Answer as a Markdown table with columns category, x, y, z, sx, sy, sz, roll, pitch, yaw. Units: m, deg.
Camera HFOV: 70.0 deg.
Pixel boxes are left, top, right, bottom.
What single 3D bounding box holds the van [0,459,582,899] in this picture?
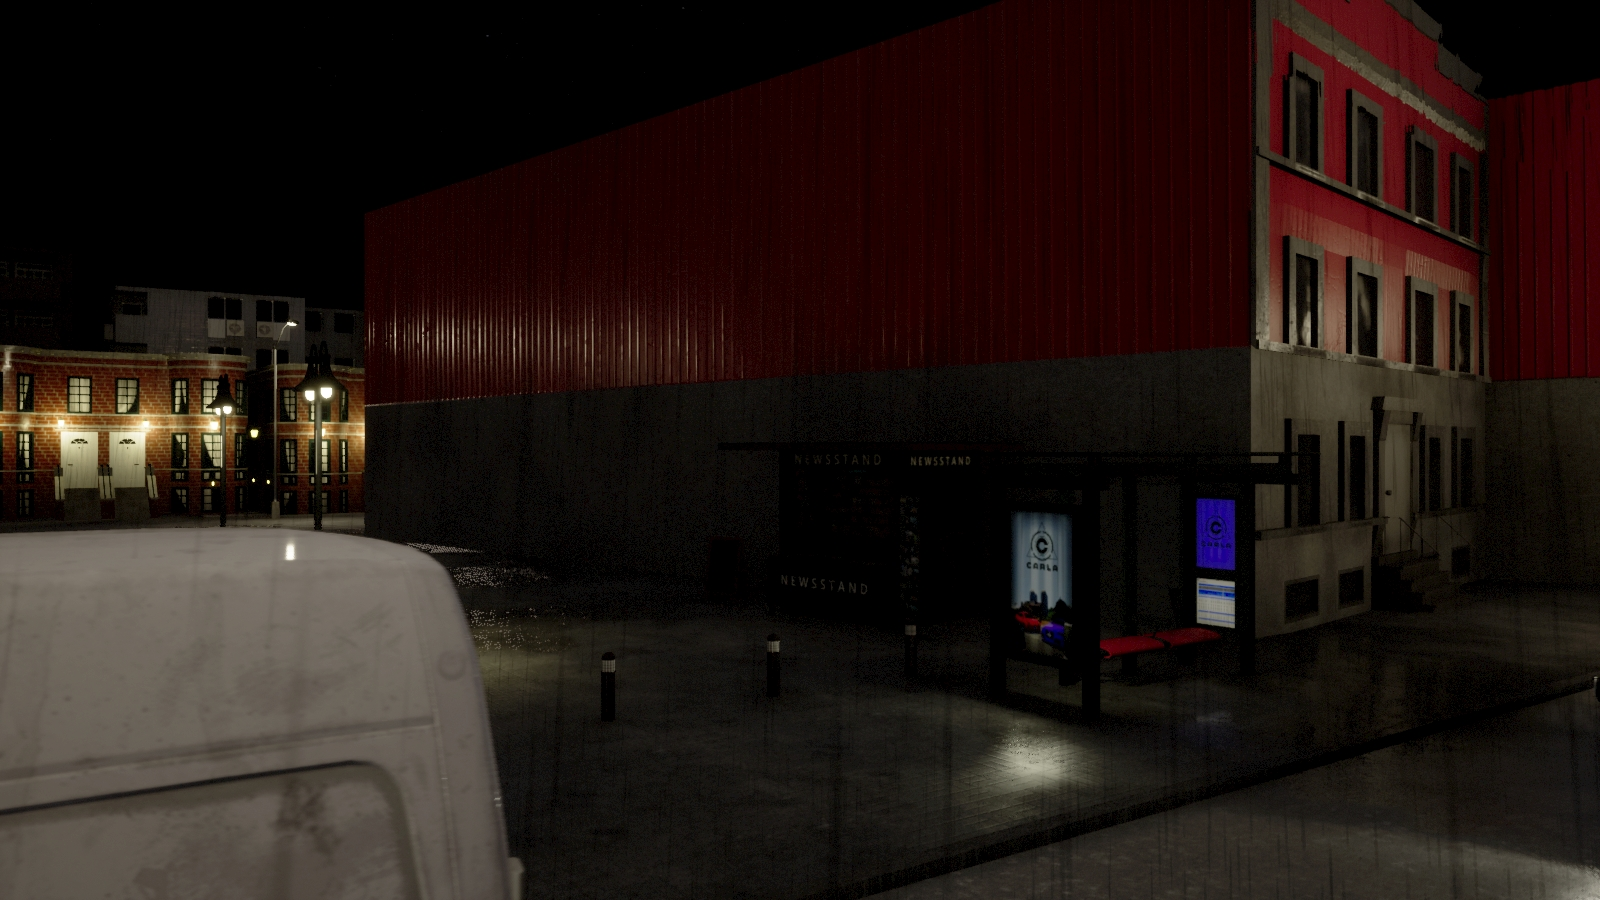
| category | x | y | z | sx | sy | sz | roll | pitch | yaw |
| --- | --- | --- | --- | --- | --- | --- | --- | --- | --- |
| van | -3.529 | 1.314 | 1.934 | 5.915 | 2.561 | 1.988 | 0 | 0 | -35 |
